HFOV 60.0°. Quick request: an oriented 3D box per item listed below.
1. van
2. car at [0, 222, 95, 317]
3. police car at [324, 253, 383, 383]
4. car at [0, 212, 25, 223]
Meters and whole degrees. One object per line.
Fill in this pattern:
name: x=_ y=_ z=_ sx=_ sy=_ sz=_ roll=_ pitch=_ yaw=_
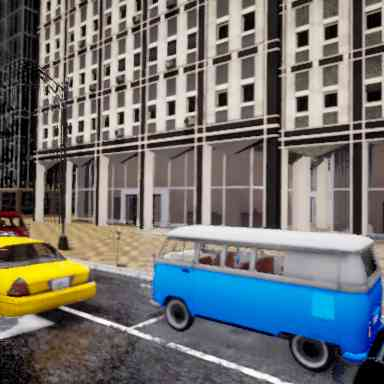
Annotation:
van: x=1.060 y=1.533 z=5.724 sx=3.998 sy=1.788 sz=1.690 roll=-1 pitch=-2 yaw=37
car: x=-4.443 y=1.669 z=7.602 sx=5.366 sy=1.575 sz=1.801 roll=-1 pitch=-2 yaw=37
police car: x=3.638 y=1.507 z=1.579 sx=5.238 sy=1.638 sz=1.930 roll=-1 pitch=-2 yaw=37
car: x=-8.053 y=1.655 z=12.518 sx=5.009 sy=1.841 sz=2.192 roll=-1 pitch=-2 yaw=37
